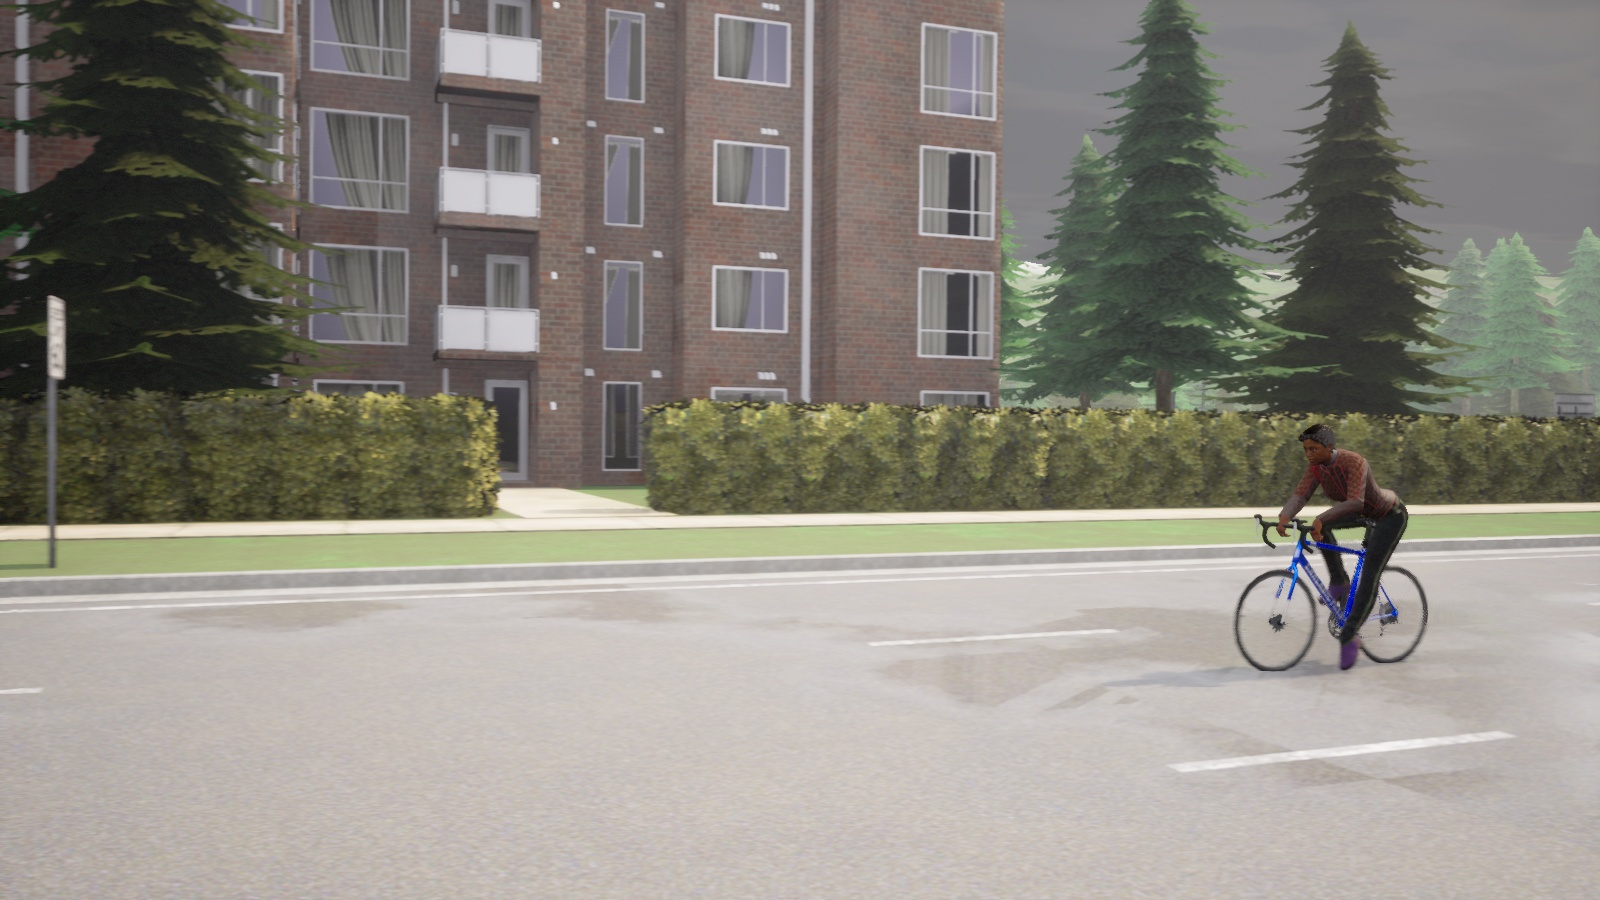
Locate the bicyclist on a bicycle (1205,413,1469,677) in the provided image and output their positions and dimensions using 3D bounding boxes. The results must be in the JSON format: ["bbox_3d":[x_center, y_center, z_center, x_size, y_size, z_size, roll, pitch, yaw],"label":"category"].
[{"bbox_3d":[3.568,0.577,8.337,1.656,1.620,0.582,-1,1,-21],"label":"bicyclist on a bicycle"}]
